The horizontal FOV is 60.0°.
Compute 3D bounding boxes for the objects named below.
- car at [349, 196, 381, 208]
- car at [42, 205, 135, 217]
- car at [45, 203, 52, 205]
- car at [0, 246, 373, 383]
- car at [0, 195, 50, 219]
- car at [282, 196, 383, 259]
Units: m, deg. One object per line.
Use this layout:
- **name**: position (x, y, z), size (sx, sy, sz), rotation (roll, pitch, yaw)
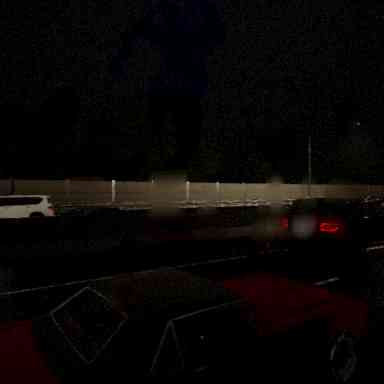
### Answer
- **car**: position (24.221, 1.326, 46.535), size (4.892, 1.490, 1.837), rotation (-1, 0, -35)
- **car**: position (-5.049, 1.523, 17.514), size (4.674, 1.442, 1.812), rotation (0, 0, -35)
- **car**: position (-6.581, 1.561, 20.715), size (4.181, 1.385, 1.994), rotation (0, 0, -35)
- **car**: position (-0.014, 1.600, 3.706), size (4.718, 1.301, 1.895), rotation (0, 0, -35)
- **car**: position (-11.835, 1.220, 21.310), size (5.566, 2.045, 2.150), rotation (0, 0, -35)
- **car**: position (5.639, 1.214, 11.935), size (5.566, 2.045, 2.150), rotation (0, 0, -35)
